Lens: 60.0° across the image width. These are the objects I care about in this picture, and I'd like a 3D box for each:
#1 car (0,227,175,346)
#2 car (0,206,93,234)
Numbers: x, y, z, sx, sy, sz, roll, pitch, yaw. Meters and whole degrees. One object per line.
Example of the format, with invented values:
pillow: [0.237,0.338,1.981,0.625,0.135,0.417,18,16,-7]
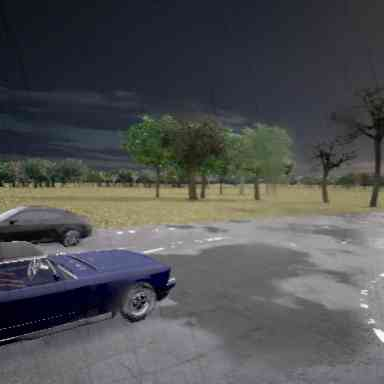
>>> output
car: [-2.590,1.453,5.111,4.718,1.301,1.895,0,2,-40]
car: [-5.788,1.213,11.542,4.674,1.442,1.812,1,1,-40]
